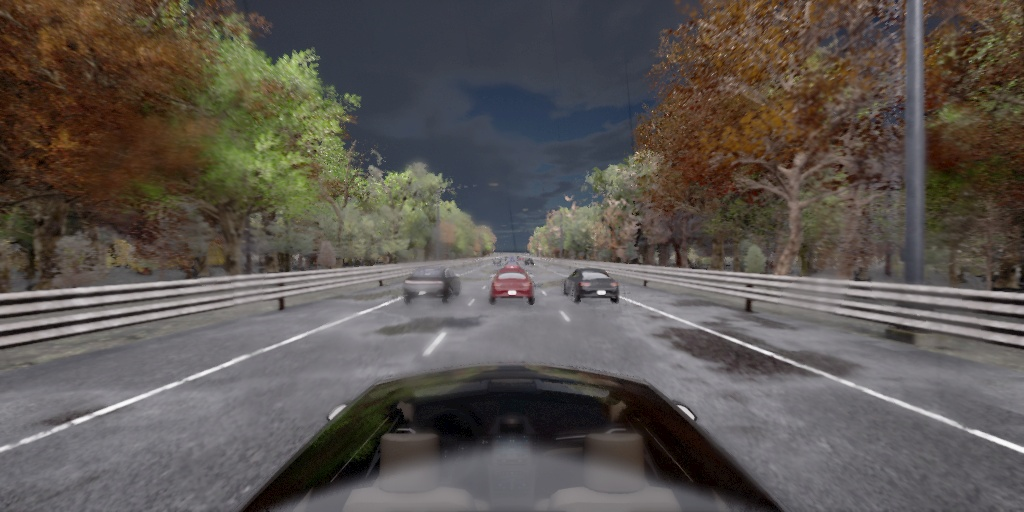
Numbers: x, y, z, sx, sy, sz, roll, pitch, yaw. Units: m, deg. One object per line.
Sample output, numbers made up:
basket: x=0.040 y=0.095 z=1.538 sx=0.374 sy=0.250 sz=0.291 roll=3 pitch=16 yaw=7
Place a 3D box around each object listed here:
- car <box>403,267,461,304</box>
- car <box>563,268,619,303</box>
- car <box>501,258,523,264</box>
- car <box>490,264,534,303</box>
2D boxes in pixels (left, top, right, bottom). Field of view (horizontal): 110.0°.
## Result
car: x=-3.492 y=1.238 z=16.380 sx=2.128 sy=1.511 sz=4.902 roll=0 pitch=0 yaw=0
car: x=3.506 y=1.271 z=16.368 sx=1.812 sy=1.442 sz=4.674 roll=0 pitch=0 yaw=0
car: x=0.016 y=1.286 z=43.409 sx=1.994 sy=1.385 sz=4.181 roll=0 pitch=0 yaw=0
car: x=0.006 y=1.271 z=16.371 sx=1.812 sy=1.442 sz=4.674 roll=0 pitch=0 yaw=0
